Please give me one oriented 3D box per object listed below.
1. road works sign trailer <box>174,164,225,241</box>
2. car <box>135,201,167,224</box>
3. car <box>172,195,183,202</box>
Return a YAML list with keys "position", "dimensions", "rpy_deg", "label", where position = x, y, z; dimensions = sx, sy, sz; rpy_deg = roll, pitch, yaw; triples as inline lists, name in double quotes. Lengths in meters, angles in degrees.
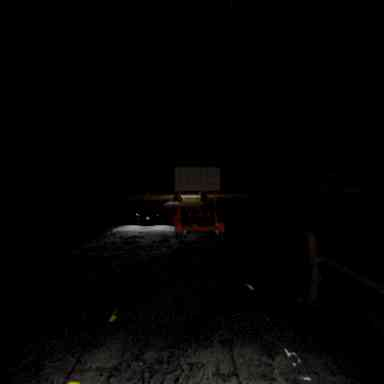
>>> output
- position: [0.260, 0.426, 16.476]
  dimensions: [2.380, 3.560, 2.880]
  rpy_deg: [0, 0, -6]
  label: "road works sign trailer"
- position: [-2.870, 1.445, 24.012]
  dimensions: [1.837, 1.490, 4.892]
  rpy_deg: [0, 0, 0]
  label: "car"
- position: [-2.822, 1.242, 65.054]
  dimensions: [1.812, 1.442, 4.674]
  rpy_deg: [0, 1, 0]
  label: "car"
